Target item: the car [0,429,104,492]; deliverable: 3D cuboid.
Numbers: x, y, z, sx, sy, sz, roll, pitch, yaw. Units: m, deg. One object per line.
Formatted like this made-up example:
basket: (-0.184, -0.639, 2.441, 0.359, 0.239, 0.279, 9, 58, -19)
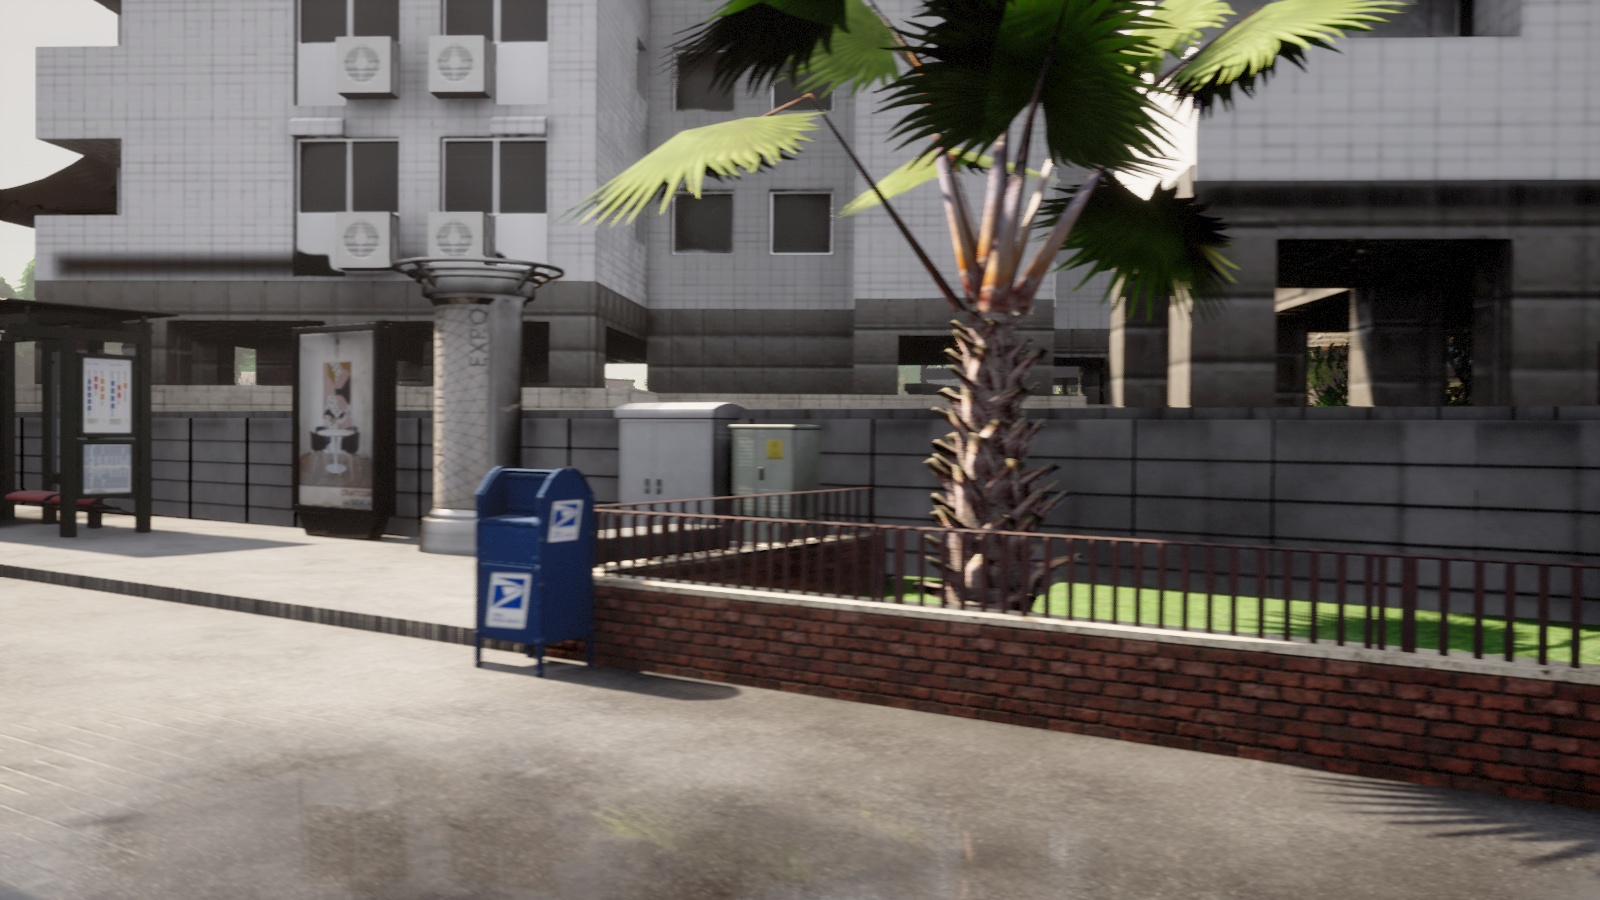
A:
car: (-23.285, 0.298, 36.841, 2.097, 1.767, 4.553, 0, 1, 34)
